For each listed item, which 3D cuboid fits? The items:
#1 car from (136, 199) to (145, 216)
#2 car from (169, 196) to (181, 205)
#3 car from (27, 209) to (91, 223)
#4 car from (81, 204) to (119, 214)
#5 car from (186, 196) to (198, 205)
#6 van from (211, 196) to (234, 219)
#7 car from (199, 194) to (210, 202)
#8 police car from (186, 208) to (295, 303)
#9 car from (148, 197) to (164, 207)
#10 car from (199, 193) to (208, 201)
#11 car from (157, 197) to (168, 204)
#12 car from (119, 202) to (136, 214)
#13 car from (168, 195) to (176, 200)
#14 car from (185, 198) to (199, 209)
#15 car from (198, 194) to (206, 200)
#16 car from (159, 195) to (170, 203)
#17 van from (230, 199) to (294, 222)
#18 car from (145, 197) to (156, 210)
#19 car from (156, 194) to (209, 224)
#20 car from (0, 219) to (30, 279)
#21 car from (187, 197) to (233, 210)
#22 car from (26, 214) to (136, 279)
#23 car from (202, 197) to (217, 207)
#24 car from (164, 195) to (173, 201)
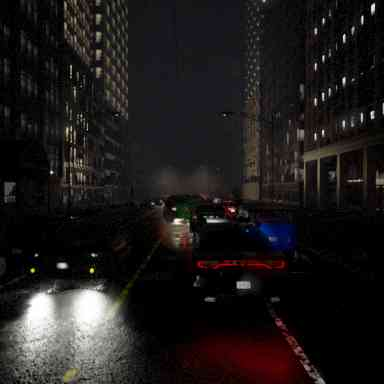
[{"bbox_3d":[-5.673,1.575,30.009,1.802,1.307,4.206,-1,0,0],"label":"car"},{"bbox_3d":[-2.950,1.511,59.311,1.812,1.442,4.674,0,0,0],"label":"car"},{"bbox_3d":[-5.688,1.563,12.958,1.947,1.339,4.313,-1,0,0],"label":"car"},{"bbox_3d":[-5.683,1.540,18.642,1.887,1.381,4.507,-1,0,0],"label":"car"},{"bbox_3d":[0.049,1.477,59.310,2.128,1.511,4.902,0,0,0],"label":"car"},{"bbox_3d":[2.705,1.334,30.002,1.690,1.788,3.998,-1,0,0],"label":"van"},{"bbox_3d":[2.743,1.296,75.471,2.192,1.841,5.009,-1,0,0],"label":"car"},{"bbox_3d":[0.906,1.423,8.409,1.930,1.638,5.238,0,0,0],"label":"police car"},{"bbox_3d":[-5.654,1.538,52.743,2.008,1.369,4.403,-1,0,0],"label":"car"},{"bbox_3d":[2.748,1.294,81.155,2.192,1.841,5.009,-1,0,0],"label":"car"},{"bbox_3d":[-5.645,1.566,64.111,1.802,1.307,4.206,-1,0,0],"label":"car"},{"bbox_3d":[-5.679,1.545,24.325,2.008,1.369,4.403,-1,0,0],"label":"car"},{"bbox_3d":[-5.621,1.540,92.529,1.947,1.339,4.313,-1,0,0],"label":"car"},{"bbox_3d":[0.055,1.590,46.021,1.895,1.301,4.718,0,0,1],"label":"car"},{"bbox_3d":[2.759,1.414,92.522,1.967,1.590,4.097,-1,0,0],"label":"car"},{"bbox_3d":[-5.641,1.422,69.794,1.967,1.590,4.097,-1,0,0],"label":"car"},{"bbox_3d":[2.691,1.338,12.951,1.690,1.788,3.998,-1,0,0],"label":"van"},{"bbox_3d":[-5.664,1.541,41.376,2.008,1.369,4.403,-1,0,0],"label":"car"},{"bbox_3d":[-0.123,1.214,24.684,2.150,2.045,5.566,-1,0,24],"label":"car"},{"bbox_3d":[-5.693,1.549,7.274,2.008,1.369,4.403,-1,0,0],"label":"car"},{"bbox_3d":[0.913,1.347,18.269,2.097,1.767,4.553,0,0,0],"label":"car"},{"bbox_3d":[-3.095,1.562,9.912,1.994,1.385,4.181,0,0,0],"label":"car"},{"bbox_3d":[2.726,1.538,52.736,2.008,1.369,4.403,-1,0,0],"label":"car"},{"bbox_3d":[-5.630,1.504,80.992,1.752,1.417,4.829,-1,0,0],"label":"car"}]
